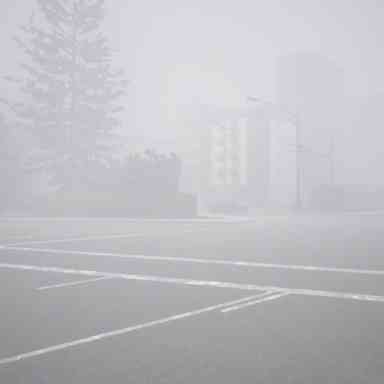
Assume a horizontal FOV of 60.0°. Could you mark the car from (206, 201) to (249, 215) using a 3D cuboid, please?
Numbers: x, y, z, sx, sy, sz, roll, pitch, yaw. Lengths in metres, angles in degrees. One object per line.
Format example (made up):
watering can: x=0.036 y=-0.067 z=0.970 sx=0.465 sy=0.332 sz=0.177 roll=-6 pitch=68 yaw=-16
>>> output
car: x=3.512 y=1.538 z=33.342 sx=1.895 sy=1.301 sz=4.718 roll=0 pitch=0 yaw=-35
